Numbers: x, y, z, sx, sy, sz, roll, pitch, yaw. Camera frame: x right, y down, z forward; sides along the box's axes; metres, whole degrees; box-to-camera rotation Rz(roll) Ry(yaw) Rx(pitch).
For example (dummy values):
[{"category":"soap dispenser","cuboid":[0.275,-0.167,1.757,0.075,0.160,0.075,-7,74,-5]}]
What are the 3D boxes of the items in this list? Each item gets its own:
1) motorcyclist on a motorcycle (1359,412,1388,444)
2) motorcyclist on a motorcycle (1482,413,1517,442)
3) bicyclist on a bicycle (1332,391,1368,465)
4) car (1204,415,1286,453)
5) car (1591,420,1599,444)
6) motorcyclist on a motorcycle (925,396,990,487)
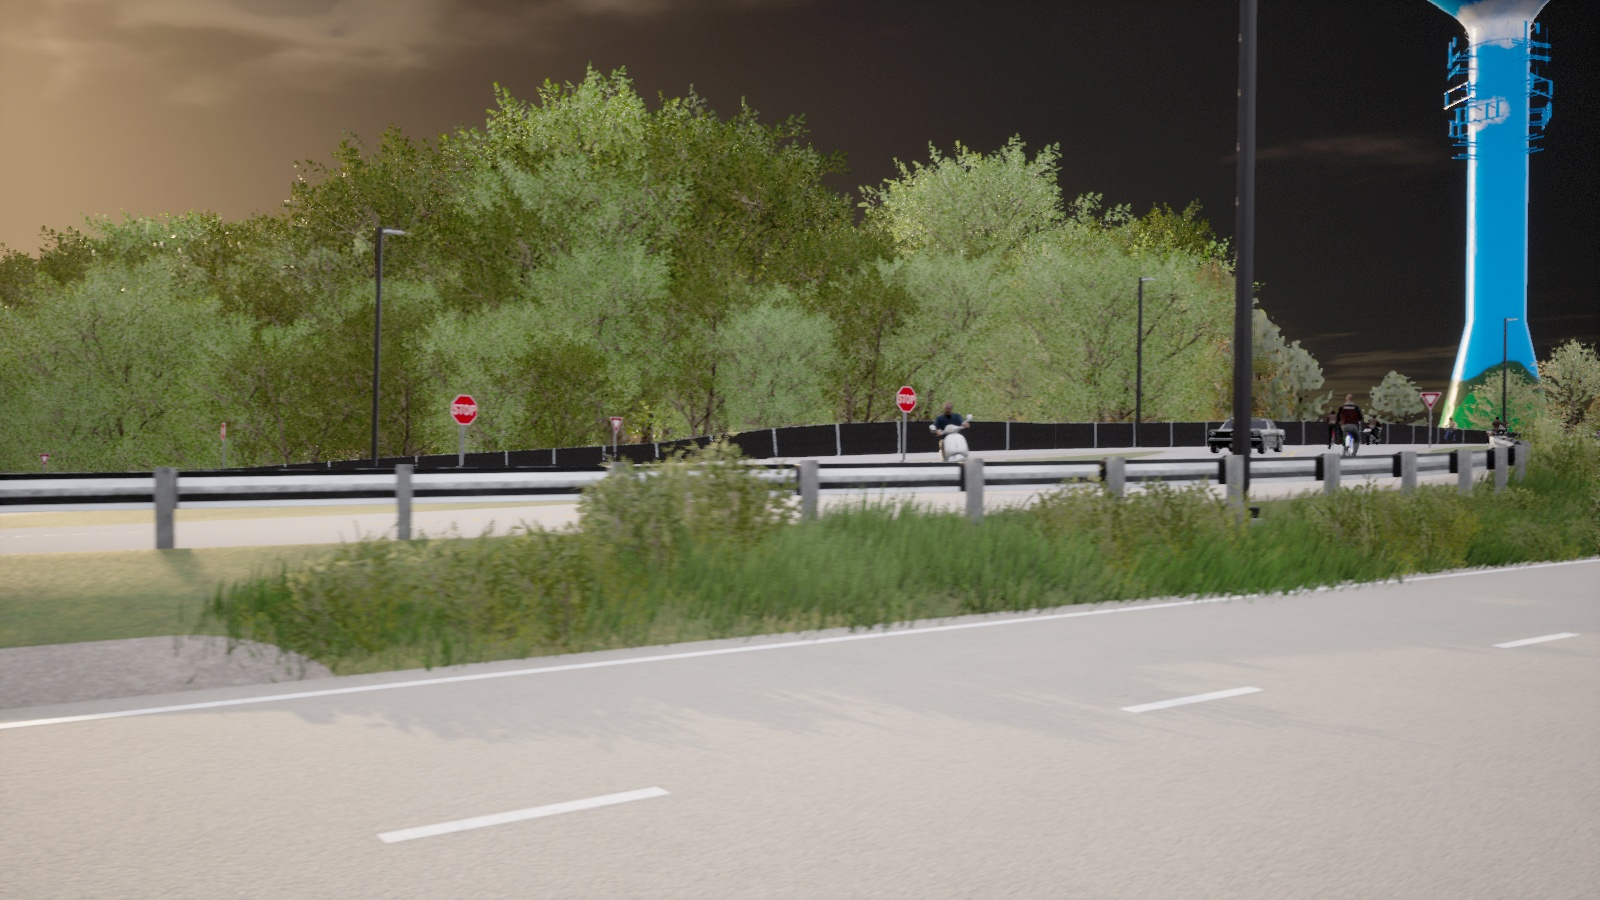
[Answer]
[{"category":"motorcyclist on a motorcycle","cuboid":[28.383,-1.091,62.140,0.797,1.523,2.044,0,1,40]},{"category":"motorcyclist on a motorcycle","cuboid":[40.062,-1.295,71.905,2.350,1.649,0.766,-1,0,-33]},{"category":"bicyclist on a bicycle","cuboid":[13.641,-0.549,31.127,0.659,1.776,1.843,0,1,29]},{"category":"car","cuboid":[16.196,-0.589,45.534,1.895,1.301,4.718,0,1,31]},{"category":"car","cuboid":[52.208,-1.097,79.611,3.806,1.475,1.970,3,-2,-32]},{"category":"motorcyclist on a motorcycle","cuboid":[3.025,-0.166,24.325,0.866,1.590,1.817,-7,1,0]}]
